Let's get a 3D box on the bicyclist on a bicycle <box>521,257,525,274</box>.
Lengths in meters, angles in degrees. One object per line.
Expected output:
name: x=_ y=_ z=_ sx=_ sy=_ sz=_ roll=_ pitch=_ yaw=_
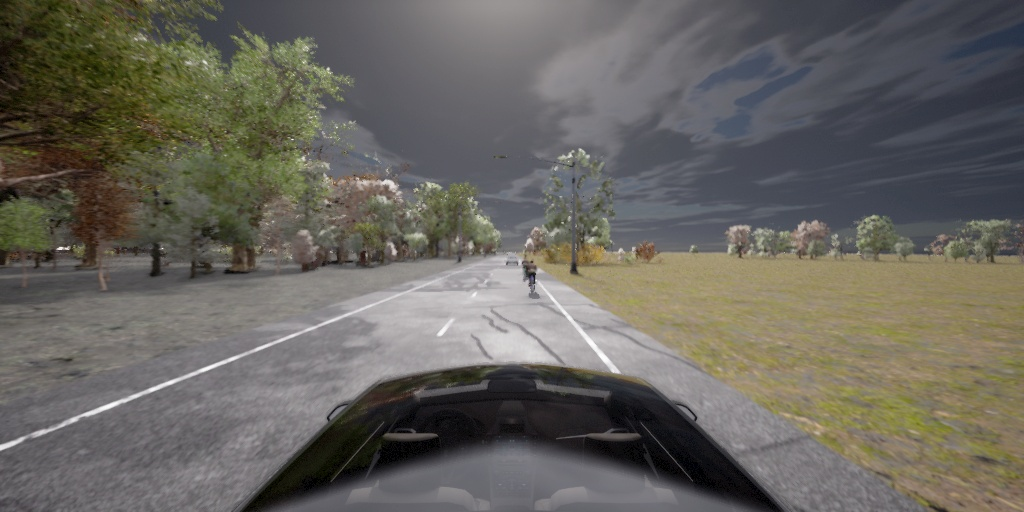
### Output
bicyclist on a bicycle: x=0.952 y=0.900 z=26.079 sx=0.582 sy=1.620 sz=1.656 roll=0 pitch=0 yaw=0

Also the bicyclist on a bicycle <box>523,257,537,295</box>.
bicyclist on a bicycle: x=0.956 y=1.011 z=17.133 sx=0.582 sy=1.620 sz=1.656 roll=0 pitch=0 yaw=0

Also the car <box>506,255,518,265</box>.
car: x=0.054 y=0.668 z=56.798 sx=1.895 sy=1.301 sz=4.718 roll=0 pitch=1 yaw=0
